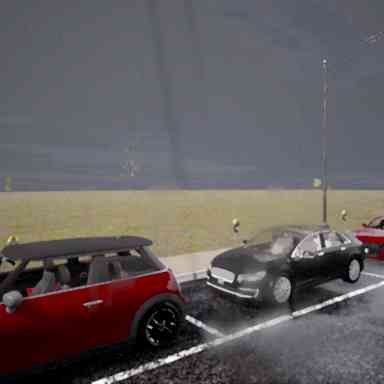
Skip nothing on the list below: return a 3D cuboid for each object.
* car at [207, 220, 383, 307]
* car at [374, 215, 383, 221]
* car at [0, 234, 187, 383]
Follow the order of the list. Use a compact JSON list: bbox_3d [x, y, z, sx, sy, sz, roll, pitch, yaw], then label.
[{"bbox_3d":[2.341,1.486,7.769,4.403,1.369,2.008,-1,1,-36],"label":"car"},{"bbox_3d":[6.843,1.423,10.991,4.507,1.381,1.887,-1,1,-36],"label":"car"},{"bbox_3d":[-2.161,1.432,4.546,4.097,1.590,1.967,-1,1,-36],"label":"car"}]
